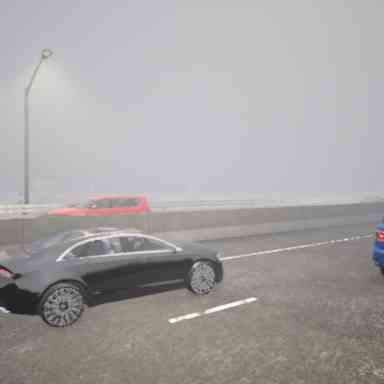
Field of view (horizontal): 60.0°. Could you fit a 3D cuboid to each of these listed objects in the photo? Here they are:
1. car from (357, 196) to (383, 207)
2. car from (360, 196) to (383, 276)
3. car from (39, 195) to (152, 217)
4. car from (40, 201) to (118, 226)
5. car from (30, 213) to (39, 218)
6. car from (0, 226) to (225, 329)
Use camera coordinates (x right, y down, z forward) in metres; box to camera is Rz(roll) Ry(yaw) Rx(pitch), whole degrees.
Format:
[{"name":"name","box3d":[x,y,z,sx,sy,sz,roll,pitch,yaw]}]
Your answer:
[{"name":"car","box3d":[26.349,1.340,48.511,4.892,1.490,1.837,0,0,-35]},{"name":"car","box3d":[6.931,1.191,8.686,5.566,2.045,2.150,0,0,-35]},{"name":"car","box3d":[-4.794,1.204,17.767,5.566,2.045,2.150,0,0,-35]},{"name":"car","box3d":[-8.075,1.457,24.023,5.008,1.535,1.882,0,0,-35]},{"name":"car","box3d":[-7.185,1.461,20.361,5.008,1.535,1.882,0,0,-35]},{"name":"car","box3d":[-1.486,1.484,6.984,4.902,1.511,2.128,0,0,-36]}]
